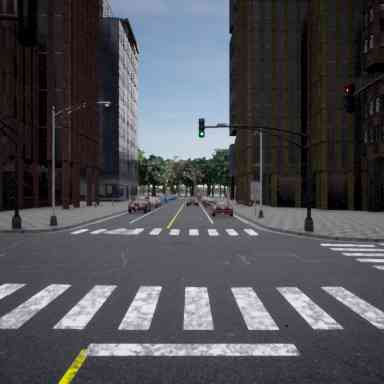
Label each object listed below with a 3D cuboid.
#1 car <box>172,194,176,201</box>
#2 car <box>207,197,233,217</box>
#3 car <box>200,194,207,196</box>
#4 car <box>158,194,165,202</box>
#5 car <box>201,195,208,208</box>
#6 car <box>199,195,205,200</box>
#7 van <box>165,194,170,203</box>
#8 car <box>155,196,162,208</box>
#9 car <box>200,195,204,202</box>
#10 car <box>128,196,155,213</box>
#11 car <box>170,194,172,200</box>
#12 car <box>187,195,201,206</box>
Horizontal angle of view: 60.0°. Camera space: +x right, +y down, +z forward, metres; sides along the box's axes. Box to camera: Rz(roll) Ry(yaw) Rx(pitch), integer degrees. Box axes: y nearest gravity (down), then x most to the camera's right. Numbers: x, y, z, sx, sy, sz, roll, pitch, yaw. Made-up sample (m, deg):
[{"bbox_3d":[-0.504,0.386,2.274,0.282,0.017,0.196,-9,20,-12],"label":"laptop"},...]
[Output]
[{"bbox_3d":[-5.785,1.597,86.001,1.947,1.339,4.313,0,0,0],"label":"car"},{"bbox_3d":[2.754,1.444,31.628,1.967,1.590,4.097,0,0,0],"label":"car"},{"bbox_3d":[2.747,1.559,58.816,1.887,1.381,4.507,0,0,0],"label":"car"},{"bbox_3d":[-5.776,1.537,53.206,1.752,1.417,4.829,0,0,0],"label":"car"},{"bbox_3d":[2.750,1.560,47.940,2.008,1.369,4.403,0,0,0],"label":"car"},{"bbox_3d":[2.739,1.560,91.611,1.752,1.417,4.829,0,0,0],"label":"car"},{"bbox_3d":[-5.780,1.358,64.251,1.690,1.788,3.998,0,0,0],"label":"van"},{"bbox_3d":[-5.775,1.591,47.938,1.802,1.307,4.206,0,0,0],"label":"car"},{"bbox_3d":[2.749,1.556,53.378,1.887,1.381,4.507,0,0,0],"label":"car"},{"bbox_3d":[-5.773,1.321,37.063,2.192,1.841,5.009,0,0,0],"label":"car"},{"bbox_3d":[-5.781,1.571,69.689,2.008,1.369,4.403,0,0,0],"label":"car"},{"bbox_3d":[0.087,1.613,54.806,1.895,1.301,4.718,0,0,0],"label":"car"}]
